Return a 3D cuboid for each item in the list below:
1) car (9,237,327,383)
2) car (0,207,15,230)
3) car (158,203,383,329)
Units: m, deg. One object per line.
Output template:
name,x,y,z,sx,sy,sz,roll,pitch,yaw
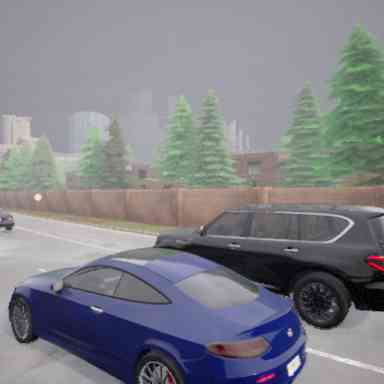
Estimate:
car,-0.796,1.554,4.745,4.674,1.442,1.812,0,0,38
car,-12.755,1.651,20.955,2.033,1.411,5.357,0,0,-42
car,1.546,1.272,7.326,5.566,2.045,2.150,0,0,37
